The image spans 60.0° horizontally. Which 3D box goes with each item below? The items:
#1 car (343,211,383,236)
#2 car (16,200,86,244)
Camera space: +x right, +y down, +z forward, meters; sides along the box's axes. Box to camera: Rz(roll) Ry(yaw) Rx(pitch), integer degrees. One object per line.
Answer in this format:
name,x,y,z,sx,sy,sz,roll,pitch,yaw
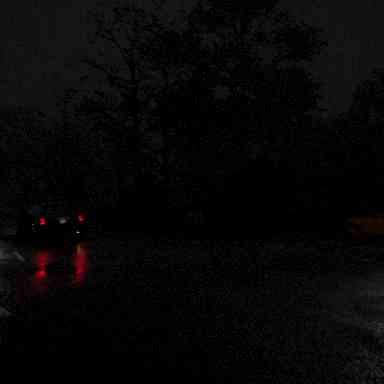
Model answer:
car,10.414,1.647,17.212,2.097,1.535,5.008,1,0,-35
car,-6.740,1.218,15.628,2.097,1.767,4.553,-3,3,-39
